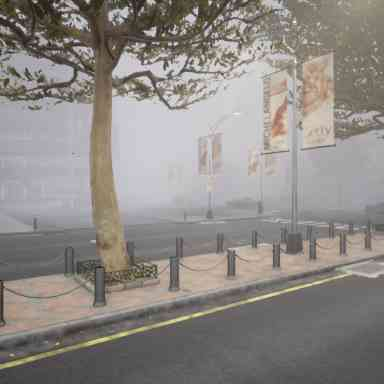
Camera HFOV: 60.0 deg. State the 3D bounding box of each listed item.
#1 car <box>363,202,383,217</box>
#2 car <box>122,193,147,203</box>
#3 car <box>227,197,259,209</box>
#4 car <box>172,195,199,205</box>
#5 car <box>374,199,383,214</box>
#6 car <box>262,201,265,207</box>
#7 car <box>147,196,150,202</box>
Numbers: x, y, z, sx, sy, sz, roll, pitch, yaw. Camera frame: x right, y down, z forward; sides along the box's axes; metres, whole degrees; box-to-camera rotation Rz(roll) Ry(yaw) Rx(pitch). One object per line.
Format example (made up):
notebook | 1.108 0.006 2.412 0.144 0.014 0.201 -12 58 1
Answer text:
car | 18.426 1.547 29.912 2.033 1.411 5.357 0 0 -35
car | -12.296 1.355 69.330 4.553 1.767 2.097 0 0 33
car | 6.982 1.601 46.048 1.895 1.301 4.718 0 0 -35
car | -1.508 1.352 57.850 2.097 1.767 4.553 0 0 -37
car | 20.858 1.477 32.535 1.882 1.535 5.008 0 0 -35
car | 8.792 1.526 49.554 1.812 1.442 4.674 0 0 -35
car | -11.823 1.225 73.168 5.566 2.045 2.150 0 0 33
